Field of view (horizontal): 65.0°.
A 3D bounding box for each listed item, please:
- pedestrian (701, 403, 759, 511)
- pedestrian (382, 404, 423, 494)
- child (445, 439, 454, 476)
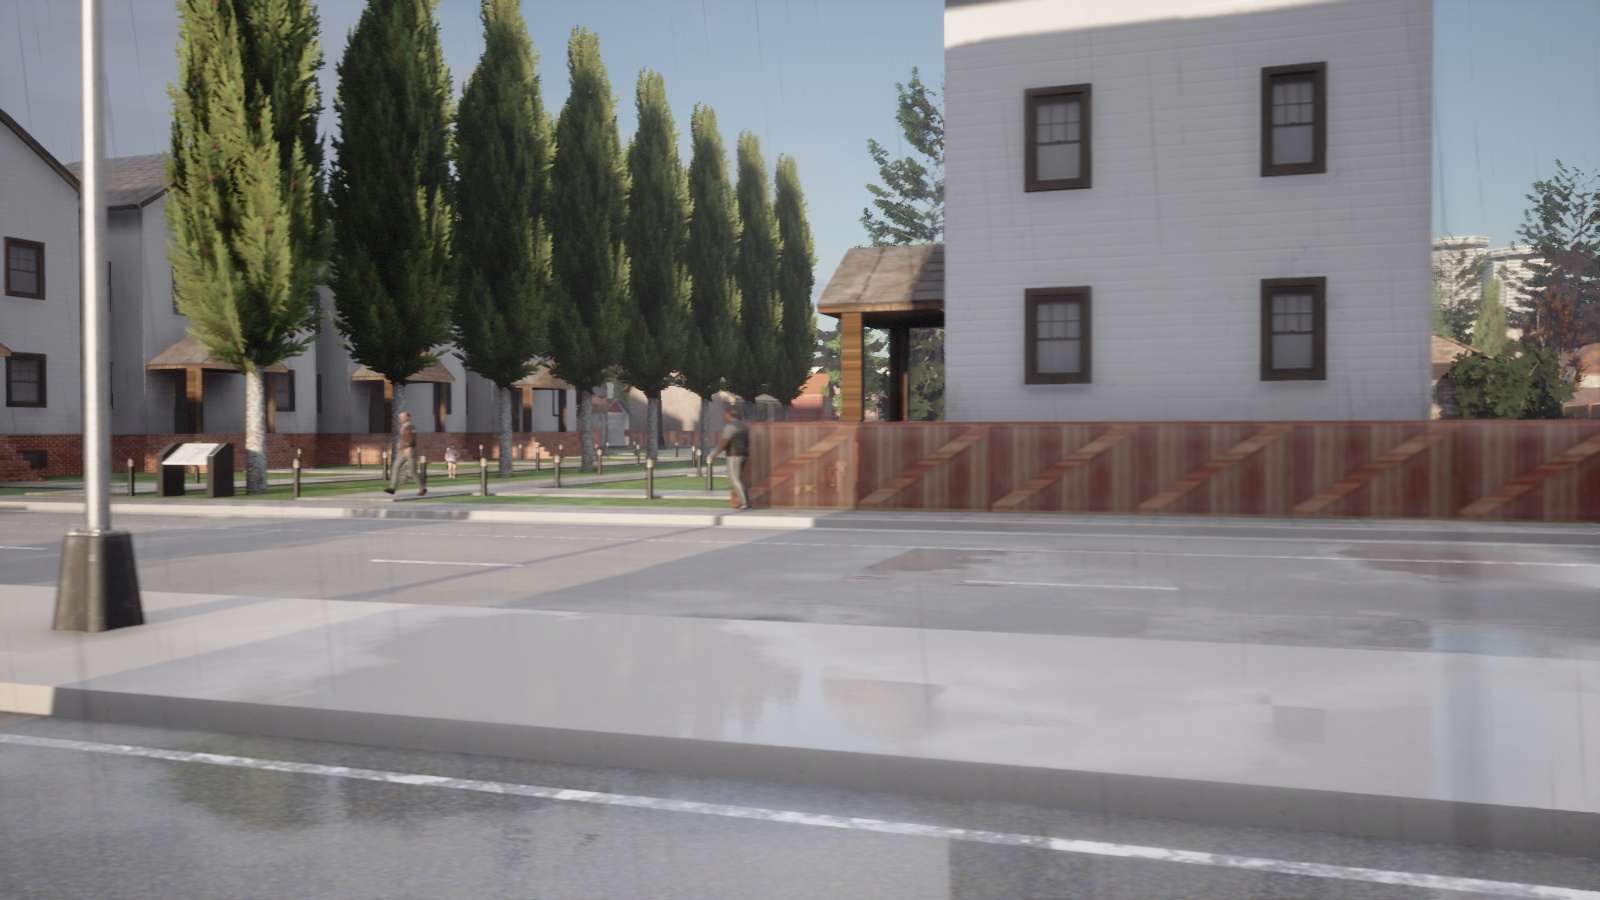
[{"bbox_3d":[-1.243,0.120,22.328,0.849,1.883,0.563,1,1,25],"label":"pedestrian"},{"bbox_3d":[-8.332,-0.020,26.317,0.376,1.854,0.720,1,1,39],"label":"pedestrian"},{"bbox_3d":[-10.550,0.225,37.816,0.255,1.110,0.394,0,1,-17],"label":"child"}]
